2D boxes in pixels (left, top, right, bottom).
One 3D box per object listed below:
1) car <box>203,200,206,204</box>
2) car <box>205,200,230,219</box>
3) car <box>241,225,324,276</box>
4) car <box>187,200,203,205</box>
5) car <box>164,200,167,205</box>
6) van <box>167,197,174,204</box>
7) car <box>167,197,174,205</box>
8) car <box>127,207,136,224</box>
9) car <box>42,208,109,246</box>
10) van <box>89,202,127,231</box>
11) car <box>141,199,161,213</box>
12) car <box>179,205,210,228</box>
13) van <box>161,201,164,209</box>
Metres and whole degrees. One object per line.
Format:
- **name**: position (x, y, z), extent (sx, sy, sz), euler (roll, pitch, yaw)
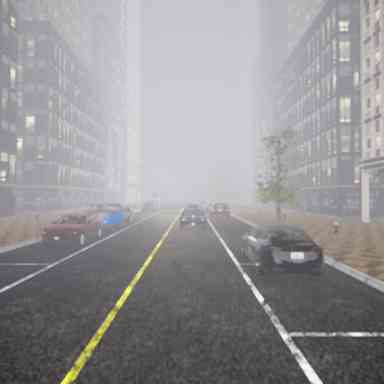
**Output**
- **car**: position (2.660, 2.065, 44.703), extent (1.802, 1.307, 4.206), euler (0, -1, 0)
- **car**: position (2.669, 1.803, 33.320), extent (1.967, 1.590, 4.097), euler (0, -1, 0)
- **car**: position (2.686, 1.683, 10.553), extent (1.947, 1.339, 4.313), euler (0, -1, 0)
- **car**: position (0.068, 2.014, 41.602), extent (1.994, 1.385, 4.181), euler (0, -1, 0)
- **car**: position (-5.729, 2.168, 56.095), extent (1.947, 1.339, 4.313), euler (0, -1, 0)
- **van**: position (-5.754, 2.297, 90.248), extent (1.690, 1.788, 3.998), euler (0, -1, 0)
- **car**: position (-5.746, 2.362, 78.692), extent (1.752, 1.417, 4.829), euler (0, -1, 0)
- **car**: position (-5.708, 1.884, 27.636), extent (1.802, 1.307, 4.206), euler (0, -1, 0)
- **car**: position (-5.699, 1.725, 16.252), extent (1.887, 1.381, 4.507), euler (0, -1, 0)
- **van**: position (-5.702, 1.583, 21.946), extent (1.690, 1.788, 3.998), euler (0, -1, 0)
- **car**: position (-5.720, 1.924, 44.712), extent (1.967, 1.590, 4.097), euler (0, -1, 0)
- **car**: position (0.082, 1.866, 24.214), extent (1.895, 1.301, 4.718), euler (0, -1, 0)
- **van**: position (-5.724, 1.884, 50.406), extent (1.690, 1.788, 3.998), euler (0, -1, 0)
